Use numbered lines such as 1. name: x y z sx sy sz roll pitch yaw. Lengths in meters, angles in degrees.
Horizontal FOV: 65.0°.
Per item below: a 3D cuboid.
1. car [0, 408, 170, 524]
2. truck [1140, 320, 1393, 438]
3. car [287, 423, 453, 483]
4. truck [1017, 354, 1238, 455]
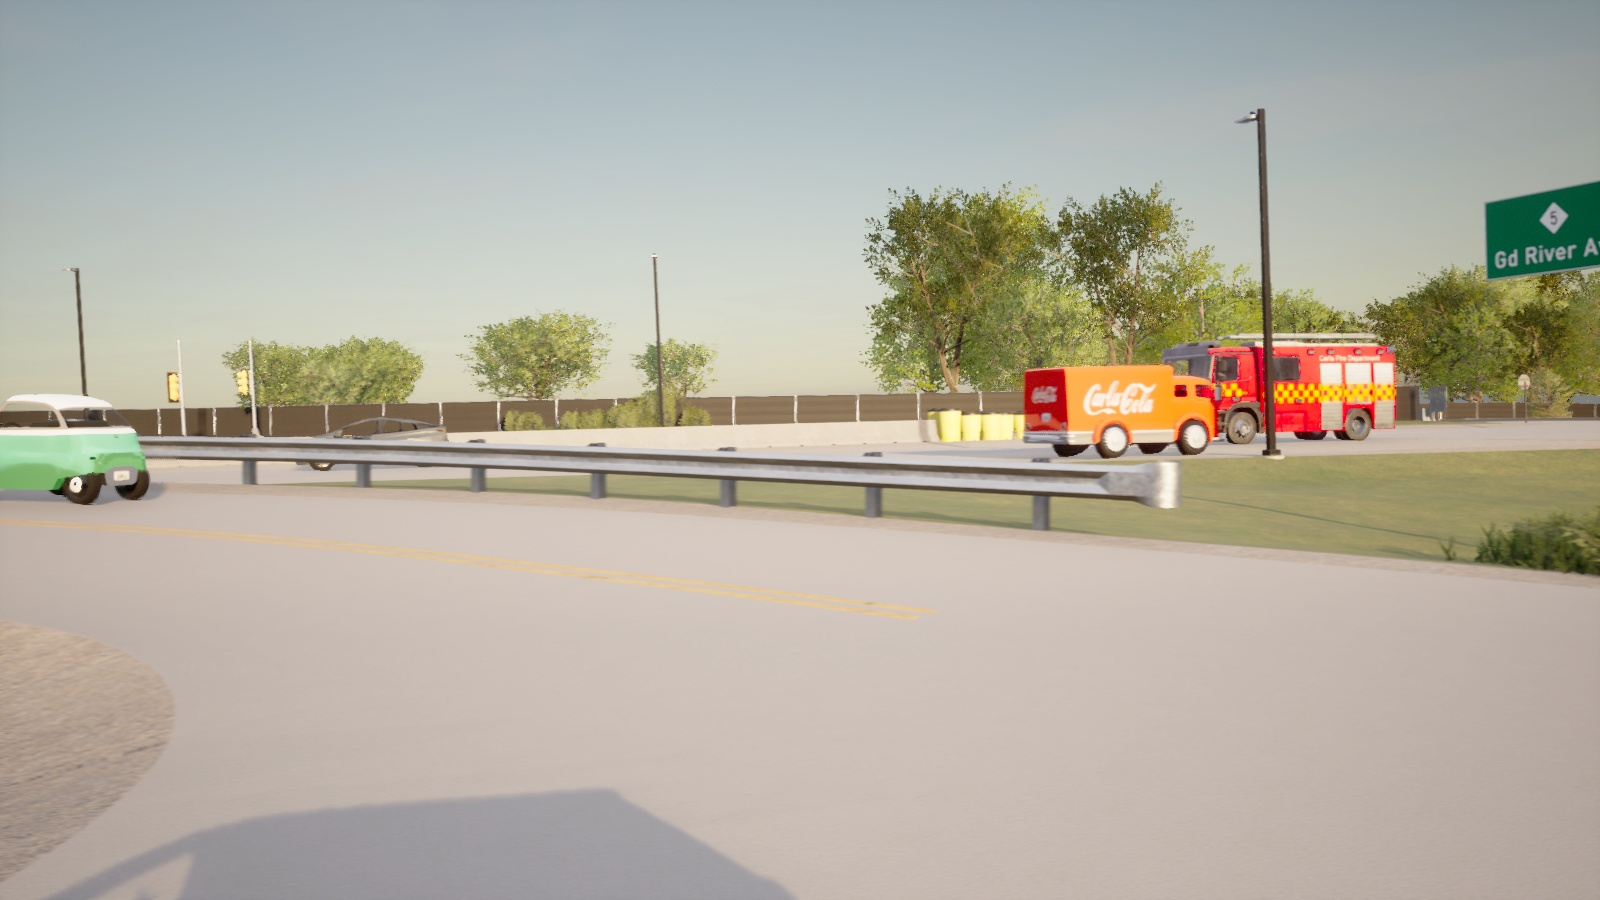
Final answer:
1. car: -9.593 0.169 16.189 2.207 1.376 1.481 0 3 20
2. truck: 16.626 -2.528 44.684 8.468 3.827 2.891 -3 2 -20
3. car: -12.886 0.052 37.717 4.514 1.525 2.007 -3 2 -20
4. truck: 8.958 -1.248 34.465 5.204 2.467 2.627 -3 2 -20
